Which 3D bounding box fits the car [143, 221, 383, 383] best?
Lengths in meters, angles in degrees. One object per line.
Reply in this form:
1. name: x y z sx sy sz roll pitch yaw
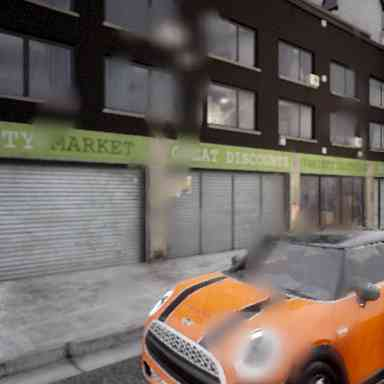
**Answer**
1. car: 1.622 1.352 4.535 4.553 1.767 2.097 0 0 -36
